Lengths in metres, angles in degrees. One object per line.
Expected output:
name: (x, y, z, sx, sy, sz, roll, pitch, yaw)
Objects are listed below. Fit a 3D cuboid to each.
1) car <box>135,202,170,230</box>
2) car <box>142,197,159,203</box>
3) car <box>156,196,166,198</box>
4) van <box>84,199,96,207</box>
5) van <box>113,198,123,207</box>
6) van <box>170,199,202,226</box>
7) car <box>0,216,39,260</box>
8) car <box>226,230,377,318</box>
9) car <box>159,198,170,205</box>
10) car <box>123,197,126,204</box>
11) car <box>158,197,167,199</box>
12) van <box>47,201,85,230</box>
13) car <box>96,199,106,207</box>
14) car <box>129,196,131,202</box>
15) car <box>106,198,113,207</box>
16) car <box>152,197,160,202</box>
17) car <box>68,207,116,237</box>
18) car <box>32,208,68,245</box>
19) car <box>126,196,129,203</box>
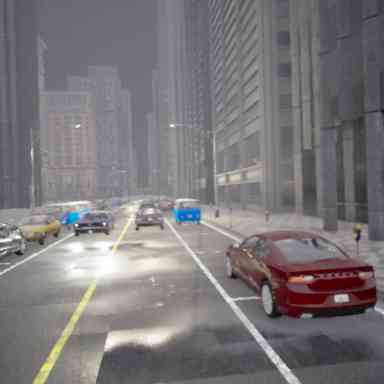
car: (-2.842, 1.686, 22.266, 2.033, 1.411, 5.357, -2, 0, -8)
car: (-5.244, 1.757, 39.336, 1.837, 1.490, 4.892, -2, 0, -8)
car: (-4.300, 1.814, 51.969, 1.947, 1.339, 4.313, -2, 0, -8)
van: (-9.613, 1.705, 28.436, 1.690, 1.788, 3.998, -2, 0, -8)
van: (-14.312, 1.924, 61.953, 1.690, 1.788, 3.998, -2, 0, -8)
van: (-0.392, 1.406, 24.039, 1.690, 1.788, 3.998, -2, 0, -8)
car: (-7.256, 1.805, 11.678, 2.008, 1.369, 4.403, -2, 0, -8)
car: (1.964, 1.499, 7.281, 1.887, 1.381, 4.507, -2, 0, -8)
car: (-2.733, 1.757, 40.797, 1.802, 1.307, 4.206, -2, 0, -8)
car: (-15.088, 2.164, 67.539, 1.887, 1.381, 4.507, -2, 0, -8)
car: (-3.516, 1.793, 46.383, 1.802, 1.307, 4.206, -2, 0, -8)
van: (-8.830, 1.669, 22.850, 1.690, 1.788, 3.998, -2, 0, -8)
car: (-10.393, 1.841, 34.022, 1.967, 1.590, 4.097, -2, 0, -8)
car: (-18.225, 2.201, 89.883, 1.967, 1.590, 4.097, -2, 0, -8)
car: (-11.180, 1.753, 39.609, 2.192, 1.841, 5.009, -2, 0, -8)
car: (-9.782, 2.049, 91.070, 2.008, 1.369, 4.403, -2, 0, -8)
car: (-5.693, 1.823, 19.854, 1.895, 1.301, 4.718, -2, 0, -8)
car: (-8.017, 1.815, 17.095, 1.752, 1.417, 4.829, -2, 0, -8)
car: (-16.654, 2.257, 78.711, 1.947, 1.339, 4.313, -2, 0, -8)
